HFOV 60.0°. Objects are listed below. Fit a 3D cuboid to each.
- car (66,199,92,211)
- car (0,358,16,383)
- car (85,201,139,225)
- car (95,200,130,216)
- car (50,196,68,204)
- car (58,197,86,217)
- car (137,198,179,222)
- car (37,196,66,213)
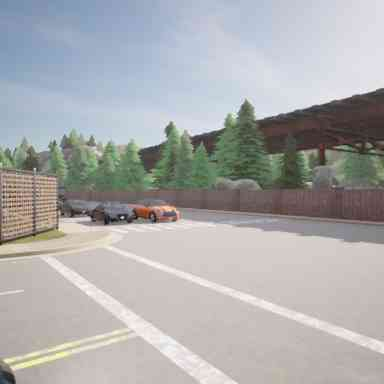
[{"bbox_3d":[-14.255,1.569,41.762,1.994,1.385,4.181,0,0,-36],"label":"car"},{"bbox_3d":[-3.324,1.525,1.369,4.674,1.442,1.812,0,0,-36],"label":"car"},{"bbox_3d":[-5.930,1.567,24.357,1.994,1.385,4.181,0,0,-36],"label":"car"},{"bbox_3d":[-7.963,1.568,33.105,1.994,1.385,4.181,0,0,-36],"label":"car"},{"bbox_3d":[-25.356,1.483,63.280,1.882,1.535,5.008,0,0,-36],"label":"car"},{"bbox_3d":[-10.969,1.508,31.287,1.837,1.490,4.892,0,0,-36],"label":"car"},{"bbox_3d":[-2.901,1.356,26.143,2.097,1.767,4.553,0,0,-36],"label":"car"},{"bbox_3d":[-16.369,1.355,38.701,2.097,1.767,4.553,0,0,-36],"label":"car"}]
